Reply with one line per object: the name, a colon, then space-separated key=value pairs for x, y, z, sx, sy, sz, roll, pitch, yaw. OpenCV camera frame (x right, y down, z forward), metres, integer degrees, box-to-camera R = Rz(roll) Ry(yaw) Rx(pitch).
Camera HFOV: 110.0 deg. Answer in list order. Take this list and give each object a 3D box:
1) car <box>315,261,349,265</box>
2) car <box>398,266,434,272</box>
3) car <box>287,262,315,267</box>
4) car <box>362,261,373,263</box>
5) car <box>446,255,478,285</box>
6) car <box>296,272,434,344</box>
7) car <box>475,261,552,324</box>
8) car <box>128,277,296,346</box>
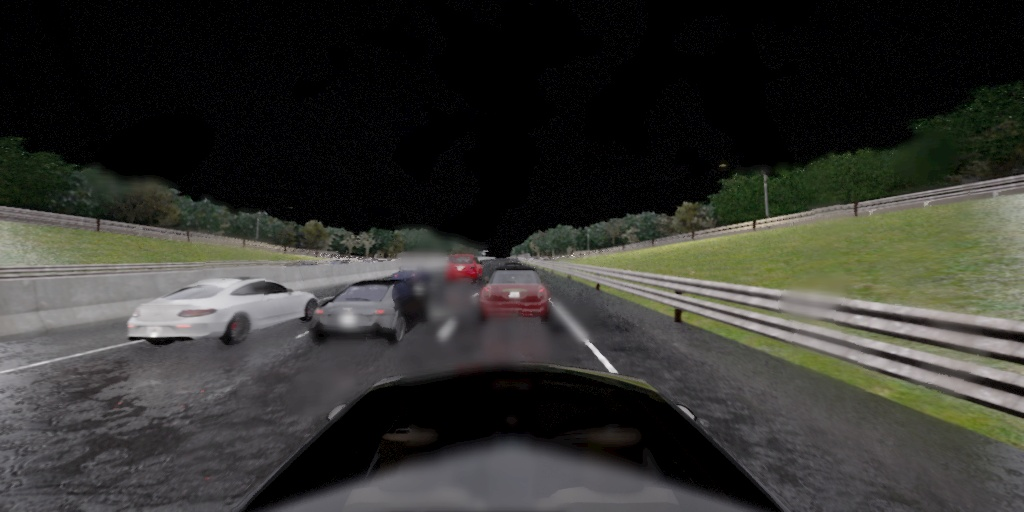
car: x=-21.401 y=1.299 z=44.028 sx=2.033 sy=1.411 sz=5.357 roll=0 pitch=0 yaw=-1
car: x=-6.935 y=1.351 z=25.728 sx=1.895 sy=1.301 sz=4.718 roll=0 pitch=0 yaw=0
car: x=-24.878 y=1.351 z=43.070 sx=1.895 sy=1.301 sz=4.718 roll=0 pitch=0 yaw=-1
car: x=-17.905 y=1.317 z=44.255 sx=1.994 sy=1.385 sz=4.181 roll=0 pitch=0 yaw=-1
car: x=-3.434 y=0.971 z=26.605 sx=2.150 sy=2.045 sz=5.566 roll=0 pitch=0 yaw=0
car: x=-3.427 y=1.310 z=9.539 sx=1.994 sy=1.385 sz=4.181 roll=0 pitch=0 yaw=0
car: x=0.087 y=1.098 z=12.159 sx=2.097 sy=1.767 sz=4.553 roll=0 pitch=0 yaw=0
car: x=-6.930 y=1.272 z=9.265 sx=1.812 sy=1.442 sz=4.674 roll=0 pitch=0 yaw=0
